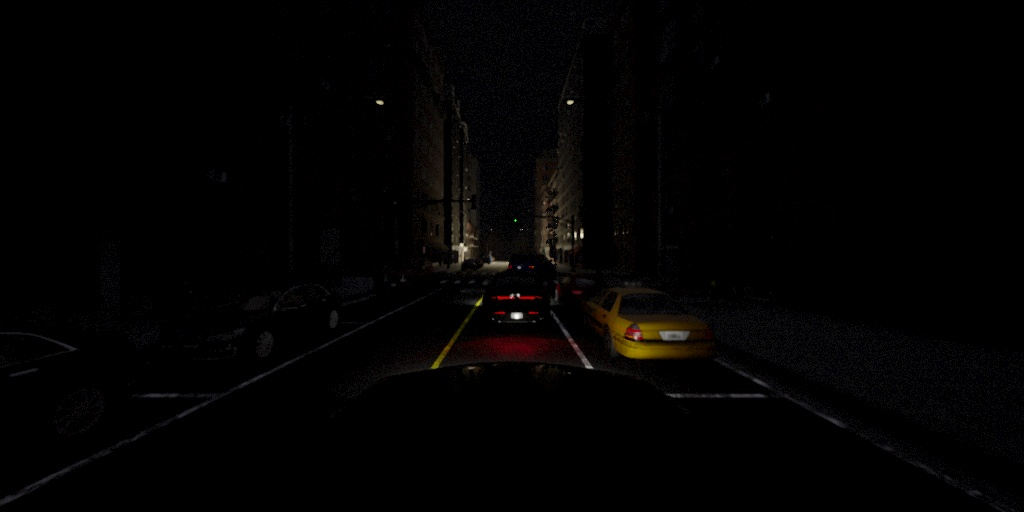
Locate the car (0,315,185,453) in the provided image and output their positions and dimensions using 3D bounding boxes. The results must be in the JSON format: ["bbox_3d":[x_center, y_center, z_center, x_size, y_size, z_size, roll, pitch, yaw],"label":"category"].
[{"bbox_3d":[-5.388,1.297,2.563,2.007,1.370,4.403,0,0,0],"label":"car"}]

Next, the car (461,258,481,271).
[{"bbox_3d":[-5.382,1.096,45.264,2.007,1.370,4.403,0,0,0],"label":"car"}]

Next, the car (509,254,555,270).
[{"bbox_3d":[1.550,0.865,26.316,2.150,2.045,5.566,0,0,23],"label":"car"}]

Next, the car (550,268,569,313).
[{"bbox_3d":[2.639,1.278,13.378,1.802,1.307,4.207,0,0,0],"label":"car"}]

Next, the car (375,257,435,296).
[{"bbox_3d":[-5.385,0.985,18.801,2.192,1.841,5.009,0,0,0],"label":"car"}]

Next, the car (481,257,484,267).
[{"bbox_3d":[-5.381,1.064,50.719,1.888,1.381,4.507,0,0,0],"label":"car"}]

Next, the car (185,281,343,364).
[{"bbox_3d":[-5.387,1.271,7.976,2.007,1.370,4.403,0,0,0],"label":"car"}]

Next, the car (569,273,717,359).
[{"bbox_3d":[2.638,1.246,8.136,1.751,1.417,4.829,0,0,0],"label":"car"}]

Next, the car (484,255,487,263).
[{"bbox_3d":[-5.380,1.017,56.002,1.751,1.417,4.829,0,0,0],"label":"car"}]

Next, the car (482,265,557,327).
[{"bbox_3d":[0.105,1.211,11.266,1.837,1.490,4.892,0,0,0],"label":"car"}]
